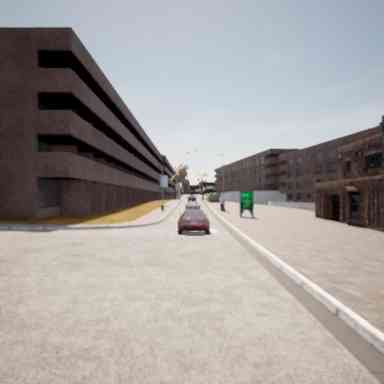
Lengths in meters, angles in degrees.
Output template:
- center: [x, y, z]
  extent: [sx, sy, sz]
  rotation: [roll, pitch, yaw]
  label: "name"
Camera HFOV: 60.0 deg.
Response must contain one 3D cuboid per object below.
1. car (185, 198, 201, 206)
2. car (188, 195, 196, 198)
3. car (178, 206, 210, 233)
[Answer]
- center: [0.112, 1.845, 39.893]
  extent: [2.033, 1.411, 5.357]
  rotation: [0, 0, 0]
  label: "car"
- center: [0.023, 1.469, 75.311]
  extent: [1.837, 1.490, 4.892]
  rotation: [0, 0, 0]
  label: "car"
- center: [0.107, 1.828, 21.795]
  extent: [1.994, 1.385, 4.181]
  rotation: [0, 0, 0]
  label: "car"
